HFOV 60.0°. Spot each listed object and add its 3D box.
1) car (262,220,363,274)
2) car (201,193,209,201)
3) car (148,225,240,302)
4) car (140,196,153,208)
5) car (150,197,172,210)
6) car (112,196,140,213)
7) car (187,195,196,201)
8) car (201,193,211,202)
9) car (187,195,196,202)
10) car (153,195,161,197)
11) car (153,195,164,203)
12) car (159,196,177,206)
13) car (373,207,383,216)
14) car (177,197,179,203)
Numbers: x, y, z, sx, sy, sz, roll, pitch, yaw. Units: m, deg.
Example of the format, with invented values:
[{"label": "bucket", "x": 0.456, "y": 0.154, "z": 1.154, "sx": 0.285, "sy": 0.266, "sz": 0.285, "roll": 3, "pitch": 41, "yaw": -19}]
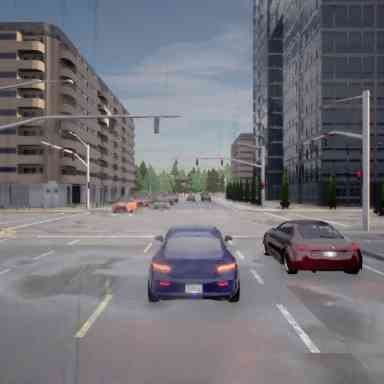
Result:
[{"label": "car", "x": 3.552, "y": 1.564, "z": 10.538, "sx": 1.994, "sy": 1.385, "sz": 4.181, "roll": 0, "pitch": 0, "yaw": 0}, {"label": "car", "x": 3.427, "y": 1.225, "z": 87.844, "sx": 2.150, "sy": 2.045, "sz": 5.566, "roll": 0, "pitch": 0, "yaw": 1}, {"label": "car", "x": 0.044, "y": 1.526, "z": 8.114, "sx": 1.812, "sy": 1.442, "sz": 4.674, "roll": 0, "pitch": 0, "yaw": 0}, {"label": "car", "x": -7.501, "y": 1.351, "z": 48.854, "sx": 2.097, "sy": 1.767, "sz": 4.553, "roll": 0, "pitch": 0, "yaw": 0}, {"label": "car", "x": -3.811, "y": 1.603, "z": 41.987, "sx": 1.895, "sy": 1.301, "sz": 4.718, "roll": 0, "pitch": 0, "yaw": -3}, {"label": "car", "x": -7.391, "y": 1.377, "z": 36.773, "sx": 2.097, "sy": 1.767, "sz": 4.553, "roll": 0, "pitch": 0, "yaw": -1}, {"label": "car", "x": -0.074, "y": 1.525, "z": 87.816, "sx": 2.128, "sy": 1.511, "sz": 4.902, "roll": 0, "pitch": 0, "yaw": 1}, {"label": "car", "x": 3.321, "y": 1.355, "z": 77.681, "sx": 2.097, "sy": 1.767, "sz": 4.553, "roll": 0, "pitch": 0, "yaw": 1}, {"label": "car", "x": -0.180, "y": 1.540, "z": 77.472, "sx": 2.033, "sy": 1.411, "sz": 5.357, "roll": 0, "pitch": 0, "yaw": 1}, {"label": "car", "x": -7.416, "y": 1.492, "z": 61.262, "sx": 2.128, "sy": 1.511, "sz": 4.902, "roll": 0, "pitch": 0, "yaw": 1}, {"label": "car", "x": -7.238, "y": 1.477, "z": 72.046, "sx": 1.882, "sy": 1.535, "sz": 5.008, "roll": 0, "pitch": 0, "yaw": 1}, {"label": "car", "x": -3.992, "y": 1.601, "z": 54.794, "sx": 1.895, "sy": 1.301, "sz": 4.718, "roll": 0, "pitch": 0, "yaw": 0}, {"label": "car", "x": 19.447, "y": 1.656, "z": 30.726, "sx": 4.718, "sy": 1.301, "sz": 1.895, "roll": 0, "pitch": 0, "yaw": 0}, {"label": "car", "x": -3.778, "y": 1.478, "z": 68.720, "sx": 1.882, "sy": 1.535, "sz": 5.008, "roll": 0, "pitch": 0, "yaw": 1}]
